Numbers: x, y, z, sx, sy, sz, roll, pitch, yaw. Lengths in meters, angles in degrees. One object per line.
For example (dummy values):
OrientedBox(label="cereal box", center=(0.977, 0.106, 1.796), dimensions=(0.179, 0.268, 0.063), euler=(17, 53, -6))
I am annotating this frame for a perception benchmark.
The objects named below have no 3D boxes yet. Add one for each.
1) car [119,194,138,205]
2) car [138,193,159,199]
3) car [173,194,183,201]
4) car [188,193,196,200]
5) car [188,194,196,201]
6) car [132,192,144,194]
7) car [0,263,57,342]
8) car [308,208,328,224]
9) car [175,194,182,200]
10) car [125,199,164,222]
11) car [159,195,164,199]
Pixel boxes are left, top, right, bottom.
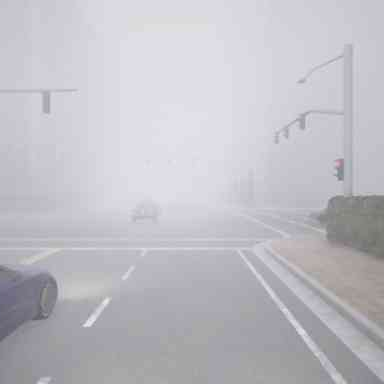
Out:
OrientedBox(label="car", center=(-10.547, 1.430, 53.923), dimensions=(1.994, 1.385, 4.181), euler=(0, 0, 0))
OrientedBox(label="car", center=(-7.049, 1.343, 53.767), dimensions=(1.882, 1.535, 5.008), euler=(0, 0, 0))
OrientedBox(label="car", center=(-3.486, 1.355, 78.649), dimensions=(1.994, 1.385, 4.181), euler=(0, 0, 0))
OrientedBox(label="car", center=(0.016, 1.157, 87.190), dimensions=(1.882, 1.535, 5.008), euler=(0, 0, 0))
OrientedBox(label="car", center=(0.014, 1.283, 77.795), dimensions=(1.882, 1.535, 5.008), euler=(0, 0, 0))
OrientedBox(label="car", center=(-10.488, 1.353, 68.927), dimensions=(2.128, 1.511, 4.902), euler=(0, 0, 0))
OrientedBox(label="car", center=(-3.426, 1.515, 4.289), dimensions=(1.812, 1.442, 4.674), euler=(0, 0, 0))
OrientedBox(label="car", center=(10.359, 1.545, 22.001), dimensions=(4.718, 1.301, 1.895), euler=(0, 0, 1))
OrientedBox(label="car", center=(-3.484, 1.203, 87.191), dimensions=(1.812, 1.442, 4.674), euler=(0, 0, 0))
OrientedBox(label="car", center=(-3.400, 1.483, 25.547), dimensions=(2.033, 1.411, 5.357), euler=(0, 0, 0))
OrientedBox(label="car", center=(-6.988, 1.306, 69.031), dimensions=(1.882, 1.535, 5.008), euler=(0, 0, 0))
